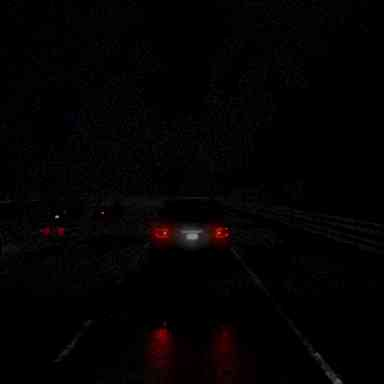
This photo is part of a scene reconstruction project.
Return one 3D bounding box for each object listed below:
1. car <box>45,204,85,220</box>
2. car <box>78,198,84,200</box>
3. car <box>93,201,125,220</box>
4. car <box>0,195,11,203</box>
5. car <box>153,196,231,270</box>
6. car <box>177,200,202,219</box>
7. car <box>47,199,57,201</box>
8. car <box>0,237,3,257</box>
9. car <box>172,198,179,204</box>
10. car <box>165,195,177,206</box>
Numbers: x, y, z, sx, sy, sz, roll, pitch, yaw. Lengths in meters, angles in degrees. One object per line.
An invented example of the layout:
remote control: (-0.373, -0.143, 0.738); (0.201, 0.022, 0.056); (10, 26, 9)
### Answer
car: (-10.732, 1.692, 28.605); (1.895, 1.301, 4.718); (0, 0, -1)
car: (-21.782, 2.061, 66.060); (1.837, 1.490, 4.892); (0, -1, -1)
car: (-7.242, 1.556, 29.396); (1.882, 1.535, 5.008); (0, 0, -1)
car: (-25.080, 1.460, 41.881); (2.150, 2.045, 5.566); (0, 0, 0)
car: (-0.024, 1.244, 11.223); (2.150, 2.045, 5.566); (0, 0, -1)
car: (-0.259, 1.545, 30.867); (2.128, 1.511, 4.902); (0, 0, -1)
car: (-32.411, 2.235, 76.770); (1.994, 1.385, 4.181); (0, -1, -1)
car: (-6.993, 1.541, 8.774); (2.128, 1.511, 4.902); (0, 0, -1)
car: (-4.606, 2.484, 93.308); (1.882, 1.535, 5.008); (0, -1, -1)
car: (-4.320, 1.769, 69.277); (2.150, 2.045, 5.566); (0, -1, -1)
